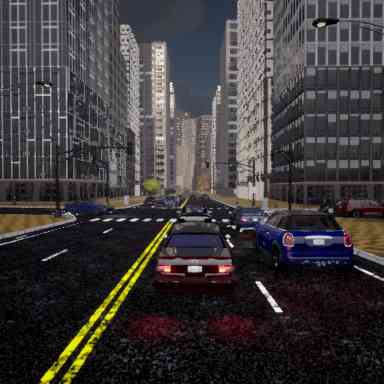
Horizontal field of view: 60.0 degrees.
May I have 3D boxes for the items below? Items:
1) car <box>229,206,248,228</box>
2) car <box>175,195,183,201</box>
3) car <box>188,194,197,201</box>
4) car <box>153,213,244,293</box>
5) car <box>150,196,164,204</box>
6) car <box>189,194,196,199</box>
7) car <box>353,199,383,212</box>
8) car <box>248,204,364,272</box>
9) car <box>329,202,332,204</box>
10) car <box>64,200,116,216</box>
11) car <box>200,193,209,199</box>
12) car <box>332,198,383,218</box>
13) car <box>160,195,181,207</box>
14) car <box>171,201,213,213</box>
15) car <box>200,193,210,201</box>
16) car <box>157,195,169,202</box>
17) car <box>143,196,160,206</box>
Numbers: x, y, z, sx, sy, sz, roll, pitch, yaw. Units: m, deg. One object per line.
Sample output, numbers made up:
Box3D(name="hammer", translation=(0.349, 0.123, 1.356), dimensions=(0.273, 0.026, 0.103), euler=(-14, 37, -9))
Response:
Box3D(name="car", translation=(3.388, 1.536, 20.329), dimensions=(2.033, 1.411, 5.357), euler=(0, 0, 0))
Box3D(name="car", translation=(-3.105, 1.426, 79.627), dimensions=(1.837, 1.490, 4.892), euler=(0, 0, 0))
Box3D(name="car", translation=(0.150, 1.414, 81.823), dimensions=(1.837, 1.490, 4.892), euler=(0, 0, 0))
Box3D(name="car", translation=(0.110, 1.543, 8.974), dimensions=(2.033, 1.411, 5.357), euler=(0, 0, 1))
Box3D(name="car", translation=(-6.446, 1.497, 62.373), dimensions=(2.033, 1.411, 5.357), euler=(0, 0, 0))
Box3D(name="car", translation=(0.169, 1.278, 92.240), dimensions=(2.033, 1.411, 5.357), euler=(0, 0, 0))
Box3D(name="car", translation=(21.881, 1.640, 39.279), dimensions=(4.829, 1.417, 1.752), euler=(1, 0, 1))
Box3D(name="car", translation=(3.369, 1.347, 10.944), dimensions=(2.097, 1.767, 4.553), euler=(0, 0, 0))
Box3D(name="car", translation=(16.482, 1.614, 36.811), dimensions=(4.892, 1.490, 1.837), euler=(0, 1, -1))
Box3D(name="car", translation=(-10.021, 1.497, 32.590), dimensions=(5.357, 1.411, 2.033), euler=(1, 1, 25))
Box3D(name="car", translation=(3.419, 1.093, 92.203), dimensions=(2.097, 1.767, 4.553), euler=(0, 0, 0))
Box3D(name="car", translation=(16.258, 1.517, 31.003), dimensions=(5.009, 1.841, 2.192), euler=(1, 0, 1))
Box3D(name="car", translation=(-3.229, 1.315, 50.653), dimensions=(2.097, 1.767, 4.553), euler=(0, 0, -1))
Box3D(name="car", translation=(0.135, 1.481, 18.719), dimensions=(2.128, 1.511, 4.902), euler=(0, 0, 0))
Box3D(name="car", translation=(3.401, 1.392, 81.814), dimensions=(1.882, 1.535, 5.008), euler=(0, 0, 0))
Box3D(name="car", translation=(-6.367, 1.475, 73.043), dimensions=(2.033, 1.411, 5.357), euler=(0, 0, 0))
Box3D(name="car", translation=(-6.498, 1.466, 52.493), dimensions=(1.837, 1.490, 4.892), euler=(0, 0, 0))
